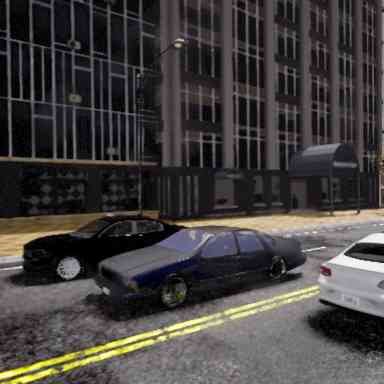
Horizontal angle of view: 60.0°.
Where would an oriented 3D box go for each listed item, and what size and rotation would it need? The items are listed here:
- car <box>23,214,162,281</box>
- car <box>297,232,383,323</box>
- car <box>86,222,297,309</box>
[{"bbox_3d":[-2.310,1.472,10.022,5.008,1.535,1.882,0,0,-35],"label":"car"},{"bbox_3d":[4.354,1.515,6.549,4.674,1.442,1.812,0,0,-36],"label":"car"},{"bbox_3d":[0.502,1.540,8.038,5.357,1.411,2.033,0,0,-35],"label":"car"}]
